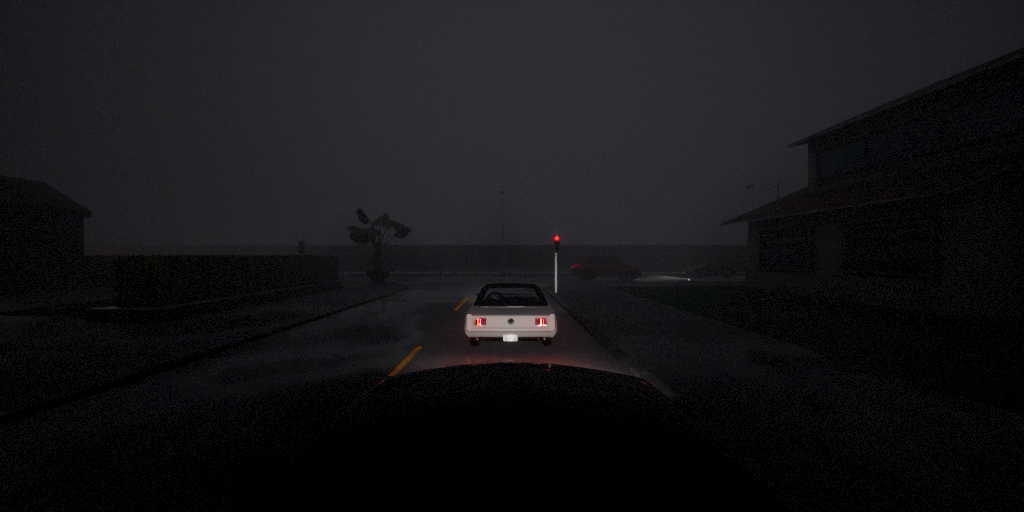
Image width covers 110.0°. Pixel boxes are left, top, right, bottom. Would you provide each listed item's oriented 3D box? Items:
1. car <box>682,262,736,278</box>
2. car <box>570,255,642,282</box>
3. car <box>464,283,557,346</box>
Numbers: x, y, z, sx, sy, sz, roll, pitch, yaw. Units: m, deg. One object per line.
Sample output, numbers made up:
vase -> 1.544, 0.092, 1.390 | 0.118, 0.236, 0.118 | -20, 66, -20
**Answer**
car -> 18.248, 1.276, 33.291 | 4.674, 1.442, 1.812 | 0, 0, -1
car -> 7.512, 0.971, 29.001 | 5.566, 2.045, 2.150 | 0, 0, -1
car -> -0.026, 1.351, 9.400 | 1.895, 1.301, 4.718 | 0, 0, 0
